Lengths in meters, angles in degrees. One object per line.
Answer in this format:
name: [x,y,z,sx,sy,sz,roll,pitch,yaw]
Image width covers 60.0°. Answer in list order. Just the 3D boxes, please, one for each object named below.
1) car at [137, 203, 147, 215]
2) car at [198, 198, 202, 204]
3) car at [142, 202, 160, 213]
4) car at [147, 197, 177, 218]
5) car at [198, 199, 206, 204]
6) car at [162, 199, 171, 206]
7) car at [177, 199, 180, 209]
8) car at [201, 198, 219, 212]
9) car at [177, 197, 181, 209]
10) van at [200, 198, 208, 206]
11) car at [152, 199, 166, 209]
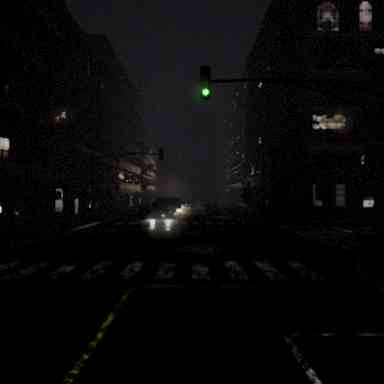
car: [-5.682,2.006,40.887,2.008,1.369,4.403,0,-1,0]
car: [2.706,2.263,62.988,2.008,1.369,4.403,-1,-1,0]
car: [-5.681,2.085,46.414,1.947,1.339,4.313,0,-1,0]
car: [-3.087,1.617,35.677,2.150,2.045,5.566,0,-1,0]
car: [2.717,2.587,90.626,1.887,1.381,4.507,-1,-1,0]
car: [-5.670,2.366,73.882,1.752,1.417,4.829,-1,-1,0]
car: [-3.079,2.061,45.978,2.033,1.411,5.357,0,-1,0]
car: [2.698,1.959,46.407,1.967,1.590,4.097,-1,-1,0]
car: [-3.044,1.860,56.696,2.150,2.045,5.566,0,-1,0]
van: [2.708,2.184,74.045,1.690,1.788,3.998,-1,-1,0]
car: [-5.678,2.087,57.470,1.967,1.590,4.097,-1,-1,0]
